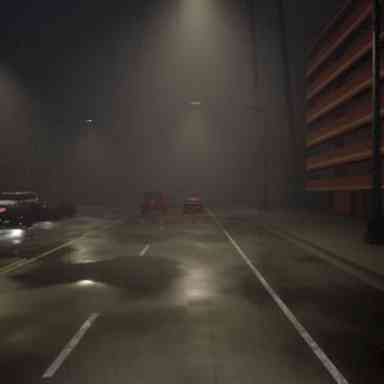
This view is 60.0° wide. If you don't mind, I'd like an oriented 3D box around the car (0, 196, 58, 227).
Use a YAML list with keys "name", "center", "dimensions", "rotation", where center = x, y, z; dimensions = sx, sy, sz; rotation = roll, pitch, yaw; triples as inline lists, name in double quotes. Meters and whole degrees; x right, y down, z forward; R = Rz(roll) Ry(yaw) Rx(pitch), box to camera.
- name: "car"
  center: [-10.490, 1.331, 20.908]
  dimensions: [1.994, 1.385, 4.181]
  rotation: [0, 5, 0]

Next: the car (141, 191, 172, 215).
- name: "car"
  center: [-3.383, 0.959, 31.043]
  dimensions: [2.150, 2.045, 5.566]
  rotation: [0, -1, 0]

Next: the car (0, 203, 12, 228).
- name: "car"
  center: [-10.589, 1.441, 14.780]
  dimensions: [2.033, 1.411, 5.357]
  rotation: [0, 0, 0]

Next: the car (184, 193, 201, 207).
- name: "car"
  center: [0.084, 1.082, 45.143]
  dimensions: [2.097, 1.767, 4.553]
  rotation: [0, -1, 0]

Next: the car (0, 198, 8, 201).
- name: "car"
  center: [-13.990, 1.365, 20.946]
  dimensions: [1.812, 1.442, 4.674]
  rotation: [0, 1, 0]

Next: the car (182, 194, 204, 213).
- name: "car"
  center: [0.116, 1.223, 32.344]
  dimensions: [2.128, 1.511, 4.902]
  rotation: [0, 0, 0]

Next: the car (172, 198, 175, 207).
- name: "car"
  center: [-3.417, 1.258, 45.201]
  dimensions: [1.812, 1.442, 4.674]
  rotation: [0, -1, 0]

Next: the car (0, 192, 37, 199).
- name: "car"
  center: [-14.029, 1.013, 26.146]
  dimensions: [2.150, 2.045, 5.566]
  rotation: [0, 1, 1]

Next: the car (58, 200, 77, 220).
- name: "car"
  center: [-10.528, 1.354, 25.620]
  dimensions: [2.033, 1.411, 5.357]
  rotation: [0, 2, 0]
